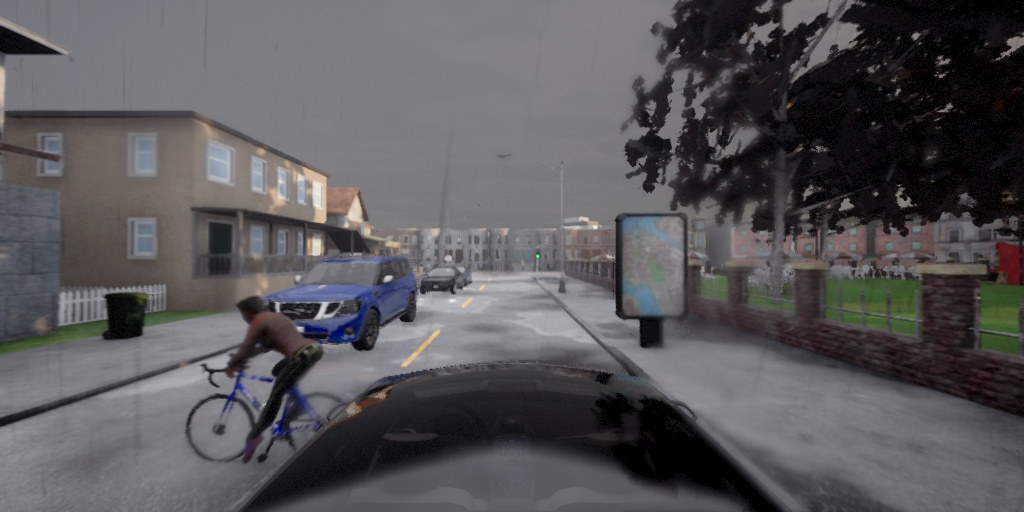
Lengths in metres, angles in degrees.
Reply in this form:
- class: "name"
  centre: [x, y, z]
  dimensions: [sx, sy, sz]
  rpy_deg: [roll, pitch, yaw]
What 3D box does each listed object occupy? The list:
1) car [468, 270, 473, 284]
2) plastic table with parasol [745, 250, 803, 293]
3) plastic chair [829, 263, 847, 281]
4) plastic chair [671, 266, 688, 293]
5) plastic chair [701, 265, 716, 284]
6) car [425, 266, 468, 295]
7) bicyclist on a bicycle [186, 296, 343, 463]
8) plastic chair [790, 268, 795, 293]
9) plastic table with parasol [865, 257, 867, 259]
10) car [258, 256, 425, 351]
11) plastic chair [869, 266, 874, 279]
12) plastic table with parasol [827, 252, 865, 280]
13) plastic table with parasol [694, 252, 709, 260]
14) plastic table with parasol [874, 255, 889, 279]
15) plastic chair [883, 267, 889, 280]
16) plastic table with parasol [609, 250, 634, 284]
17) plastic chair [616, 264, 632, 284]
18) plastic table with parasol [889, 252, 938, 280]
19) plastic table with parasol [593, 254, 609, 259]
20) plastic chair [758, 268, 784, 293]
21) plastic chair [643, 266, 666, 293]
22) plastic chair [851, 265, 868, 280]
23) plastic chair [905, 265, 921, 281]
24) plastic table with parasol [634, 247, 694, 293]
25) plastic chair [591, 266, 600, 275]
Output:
- class: "car"
  centre: [-4.116, 1.467, 27.051]
  dimensions: [1.812, 1.442, 4.674]
  rpy_deg: [0, 0, 0]
- class: "plastic table with parasol"
  centre: [15.246, 0.835, 20.690]
  dimensions: [2.482, 2.480, 2.482]
  rpy_deg: [0, 0, -40]
- class: "plastic chair"
  centre: [27.758, 1.471, 30.543]
  dimensions: [0.730, 1.272, 0.750]
  rpy_deg: [0, 0, -38]
- class: "plastic chair"
  centre: [10.655, 1.465, 22.421]
  dimensions: [0.750, 1.272, 0.730]
  rpy_deg: [0, 0, -40]
- class: "plastic chair"
  centre: [15.361, 1.489, 27.922]
  dimensions: [0.750, 1.272, 0.730]
  rpy_deg: [0, 0, -40]
- class: "car"
  centre: [-4.048, 1.377, 21.496]
  dimensions: [1.882, 1.535, 5.008]
  rpy_deg: [0, 0, 0]
- class: "bicyclist on a bicycle"
  centre: [-2.367, 1.216, 3.502]
  dimensions: [1.656, 1.620, 0.582]
  rpy_deg: [-1, 0, 0]
- class: "plastic chair"
  centre: [15.982, 1.430, 19.694]
  dimensions: [0.750, 1.272, 0.730]
  rpy_deg: [0, 0, -40]
- class: "plastic table with parasol"
  centre: [35.869, 1.004, 37.991]
  dimensions: [2.482, 2.480, 2.482]
  rpy_deg: [0, 0, 0]
- class: "car"
  centre: [-4.123, 1.025, 9.567]
  dimensions: [2.150, 2.045, 5.566]
  rpy_deg: [0, 0, -1]
- class: "plastic chair"
  centre: [35.357, 1.583, 34.671]
  dimensions: [0.750, 1.272, 0.730]
  rpy_deg: [0, 0, -40]
- class: "plastic table with parasol"
  centre: [28.651, 0.893, 31.248]
  dimensions: [2.482, 2.480, 2.482]
  rpy_deg: [0, 0, -38]
- class: "plastic table with parasol"
  centre: [14.603, 0.875, 28.902]
  dimensions: [2.482, 2.480, 2.482]
  rpy_deg: [0, 0, -42]
- class: "plastic table with parasol"
  centre: [36.104, 0.971, 33.642]
  dimensions: [2.482, 2.480, 2.482]
  rpy_deg: [0, 0, -40]
- class: "plastic chair"
  centre: [32.727, 1.554, 30.834]
  dimensions: [0.750, 1.272, 0.730]
  rpy_deg: [0, 0, -40]
- class: "plastic table with parasol"
  centre: [10.608, 0.930, 31.858]
  dimensions: [2.482, 2.480, 2.482]
  rpy_deg: [0, 0, -40]
- class: "plastic chair"
  centre: [9.637, 1.527, 30.954]
  dimensions: [0.730, 1.272, 0.750]
  rpy_deg: [0, 0, -35]
- class: "plastic table with parasol"
  centre: [33.473, 0.943, 29.806]
  dimensions: [2.482, 2.480, 2.482]
  rpy_deg: [0, 0, -40]
- class: "plastic table with parasol"
  centre: [9.595, 1.000, 37.086]
  dimensions: [2.482, 2.480, 2.482]
  rpy_deg: [0, 0, -40]
- class: "plastic chair"
  centre: [14.275, 1.440, 19.786]
  dimensions: [0.730, 1.272, 0.750]
  rpy_deg: [0, 0, -35]
- class: "plastic chair"
  centre: [8.948, 1.471, 22.513]
  dimensions: [0.730, 1.272, 0.750]
  rpy_deg: [0, 0, -35]
- class: "plastic chair"
  centre: [29.474, 1.479, 30.405]
  dimensions: [0.750, 1.272, 0.730]
  rpy_deg: [0, 0, -44]
- class: "plastic chair"
  centre: [32.502, 1.540, 28.901]
  dimensions: [0.730, 1.272, 0.750]
  rpy_deg: [0, 0, -35]
- class: "plastic table with parasol"
  centre: [9.920, 0.846, 23.415]
  dimensions: [2.482, 2.480, 2.482]
  rpy_deg: [0, 0, -40]
- class: "plastic chair"
  centre: [8.624, 1.597, 36.181]
  dimensions: [0.730, 1.272, 0.750]
  rpy_deg: [0, 0, -35]
